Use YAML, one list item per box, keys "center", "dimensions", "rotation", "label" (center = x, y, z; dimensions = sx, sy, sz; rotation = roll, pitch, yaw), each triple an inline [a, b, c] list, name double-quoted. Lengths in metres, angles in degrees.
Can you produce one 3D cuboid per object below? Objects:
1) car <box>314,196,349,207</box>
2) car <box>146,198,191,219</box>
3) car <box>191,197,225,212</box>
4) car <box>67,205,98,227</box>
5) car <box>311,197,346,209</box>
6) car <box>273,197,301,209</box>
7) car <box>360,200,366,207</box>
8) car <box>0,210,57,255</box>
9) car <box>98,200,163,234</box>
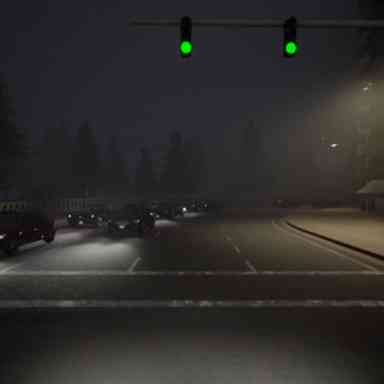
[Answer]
- center: [21.618, 1.462, 51.571]
  dimensions: [4.902, 1.511, 2.128]
  rotation: [0, 0, -22]
  label: "car"
- center: [-1.962, 1.485, 28.446]
  dimensions: [2.033, 1.411, 5.357]
  rotation: [0, 0, 15]
  label: "car"
- center: [1.917, 1.538, 37.680]
  dimensions: [1.895, 1.301, 4.718]
  rotation: [0, 0, 30]
  label: "car"
- center: [-6.458, 1.535, 22.205]
  dimensions: [1.895, 1.301, 4.718]
  rotation: [0, 0, 6]
  label: "car"
- center: [18.420, 1.447, 45.665]
  dimensions: [5.008, 1.535, 1.882]
  rotation: [0, 0, -34]
  label: "car"
- center: [13.051, 1.448, 45.642]
  dimensions: [4.902, 1.511, 2.128]
  rotation: [0, 0, -42]
  label: "car"
- center: [27.883, 1.589, 50.167]
  dimensions: [4.718, 1.301, 1.895]
  rotation: [0, 0, -15]
  label: "car"
- center: [-6.989, 1.468, 13.126]
  dimensions: [1.812, 1.442, 4.674]
  rotation: [0, 0, 2]
  label: "car"
- center: [-3.262, 1.437, 18.715]
  dimensions: [2.128, 1.511, 4.902]
  rotation: [0, 0, 4]
  label: "car"
